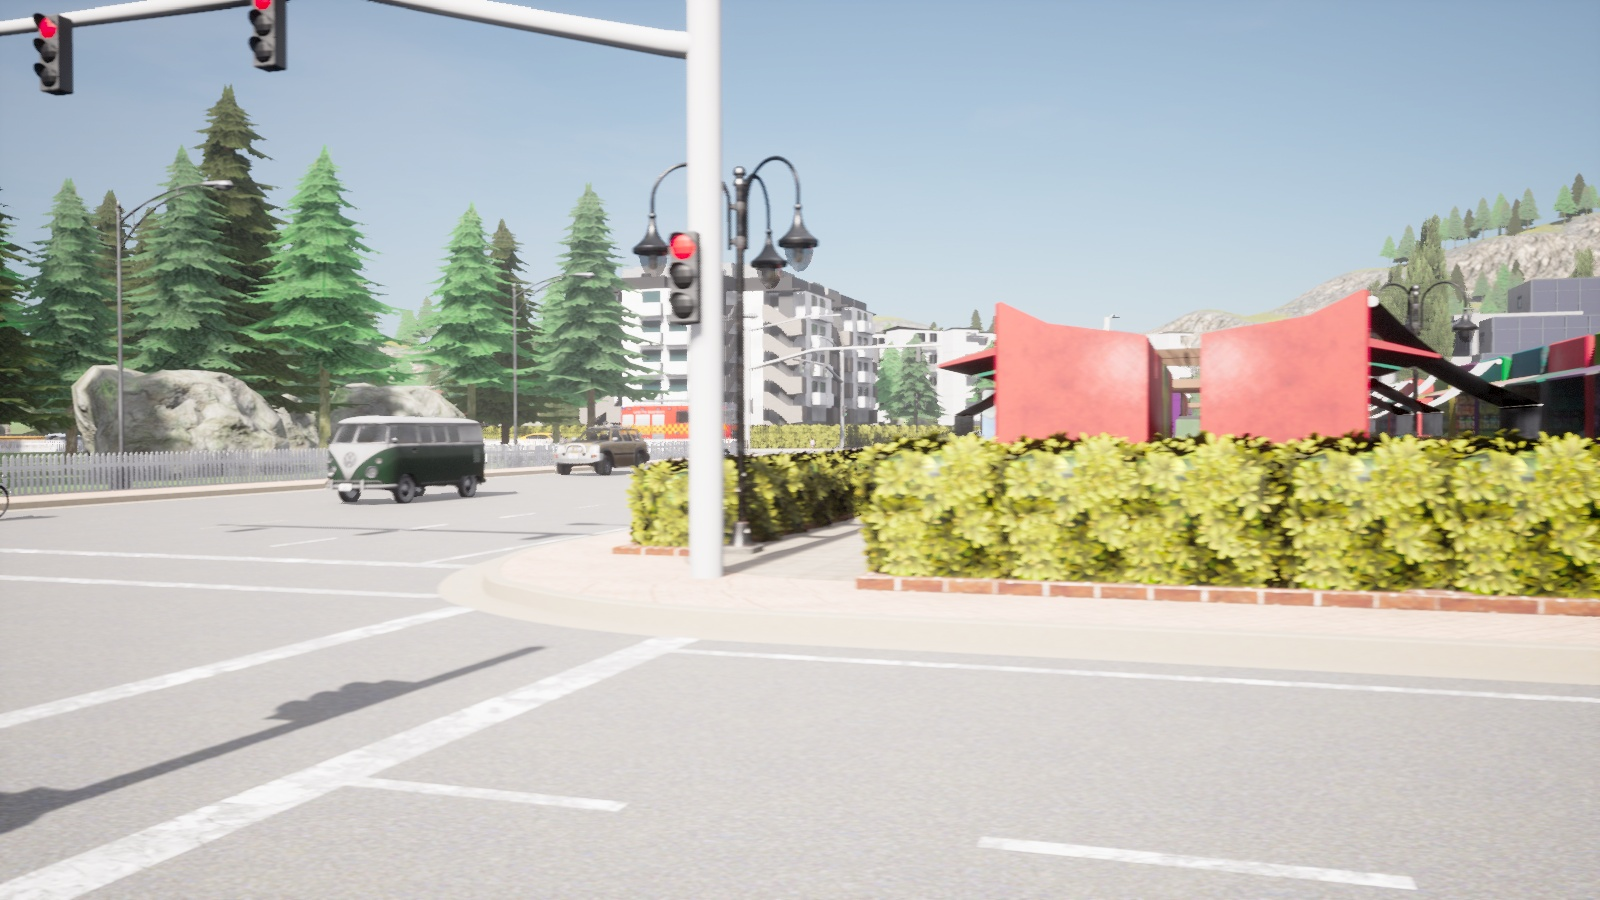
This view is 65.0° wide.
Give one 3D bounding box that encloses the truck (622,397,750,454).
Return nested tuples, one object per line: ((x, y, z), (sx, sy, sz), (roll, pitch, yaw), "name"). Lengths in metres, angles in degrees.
((-7.994, -1.709, 88.016), (8.468, 3.827, 2.891), (1, 1, 20), "truck")

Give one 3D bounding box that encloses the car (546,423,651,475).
((-7.414, -0.070, 46.696), (1.932, 1.855, 4.605), (1, 1, 18), "car")

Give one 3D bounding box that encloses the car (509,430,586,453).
((-17.664, -0.598, 87.757), (5.008, 1.535, 1.882), (1, 1, 20), "car")

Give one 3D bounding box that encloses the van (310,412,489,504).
((-9.317, 0.130, 29.640), (1.775, 1.987, 4.442), (1, 1, 18), "van")
